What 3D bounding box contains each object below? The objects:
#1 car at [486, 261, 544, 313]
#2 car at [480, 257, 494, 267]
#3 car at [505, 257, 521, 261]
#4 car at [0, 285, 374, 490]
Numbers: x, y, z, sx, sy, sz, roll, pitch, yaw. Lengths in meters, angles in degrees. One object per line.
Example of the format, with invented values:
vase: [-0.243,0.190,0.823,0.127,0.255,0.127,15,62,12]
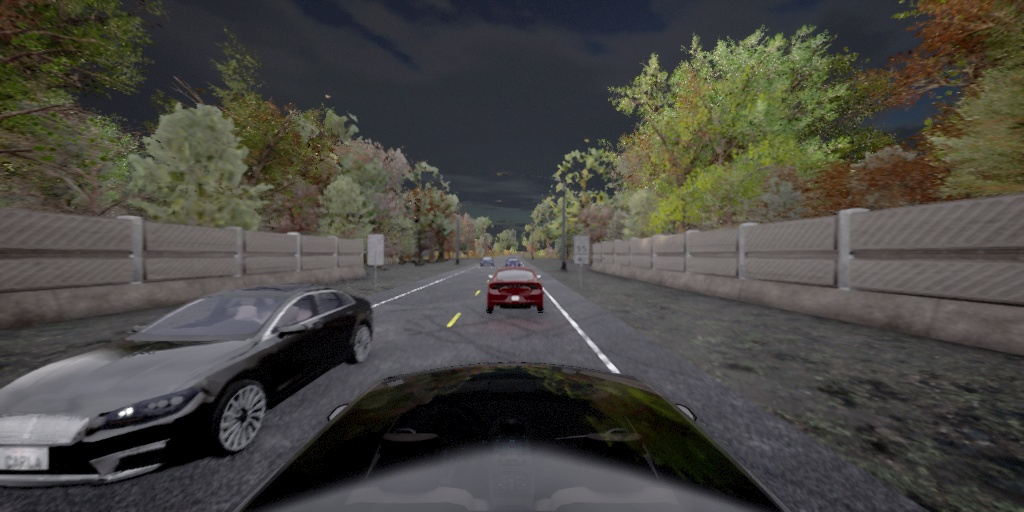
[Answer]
car: [0.109,1.131,13.533,1.882,1.535,5.008,0,0,0]
car: [-3.521,0.820,51.712,1.812,1.442,4.674,0,1,0]
car: [0.124,0.893,44.656,1.812,1.442,4.674,0,1,0]
car: [-3.597,1.213,5.089,2.128,1.511,4.902,0,0,0]
